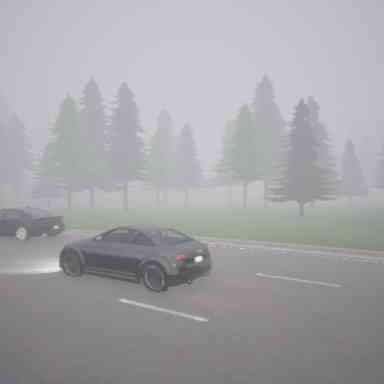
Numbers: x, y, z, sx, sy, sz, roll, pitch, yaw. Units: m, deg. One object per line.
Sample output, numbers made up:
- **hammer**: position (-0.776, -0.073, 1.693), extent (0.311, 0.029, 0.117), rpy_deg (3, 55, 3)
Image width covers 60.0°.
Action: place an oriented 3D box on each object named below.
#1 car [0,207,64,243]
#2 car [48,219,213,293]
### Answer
- **car**: position (-8.519, 1.456, 15.948), extent (5.008, 1.535, 1.882), rpy_deg (0, 0, 19)
- **car**: position (-1.554, 1.544, 8.824), extent (4.181, 1.385, 1.994), rpy_deg (0, 0, 31)
